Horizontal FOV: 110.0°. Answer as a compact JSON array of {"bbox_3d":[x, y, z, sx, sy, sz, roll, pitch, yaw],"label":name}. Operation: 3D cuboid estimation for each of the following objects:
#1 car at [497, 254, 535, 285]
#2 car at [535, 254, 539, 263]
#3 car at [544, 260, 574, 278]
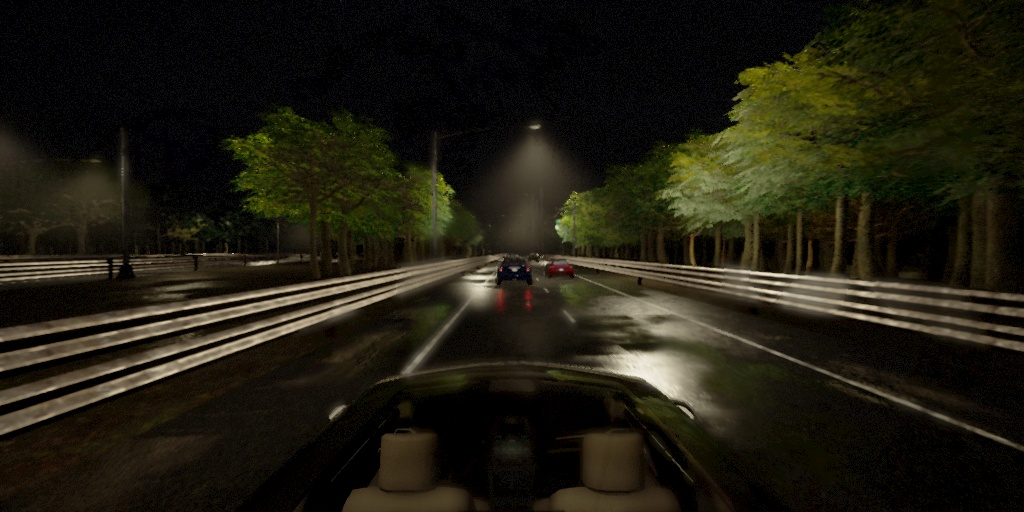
[{"bbox_3d":[0.160,0.810,23.156,2.097,1.767,4.553,0,1,0],"label":"car"},{"bbox_3d":[3.795,0.440,65.177,1.837,1.490,4.892,0,0,0],"label":"car"},{"bbox_3d":[3.678,0.961,28.436,1.994,1.385,4.181,0,1,0],"label":"car"}]
